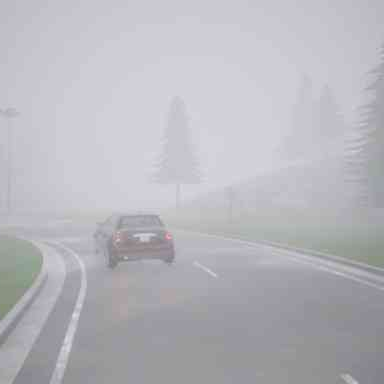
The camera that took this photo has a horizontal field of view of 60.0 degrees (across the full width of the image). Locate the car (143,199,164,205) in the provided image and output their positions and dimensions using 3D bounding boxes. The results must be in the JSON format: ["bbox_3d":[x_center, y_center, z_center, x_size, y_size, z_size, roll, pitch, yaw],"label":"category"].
[{"bbox_3d":[-6.914,2.134,66.542,1.837,1.490,4.892,0,0,42],"label":"car"}]

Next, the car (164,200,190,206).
[{"bbox_3d":[-2.683,2.228,66.053,1.895,1.301,4.718,0,-1,42],"label":"car"}]

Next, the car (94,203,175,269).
[{"bbox_3d":[-2.251,1.467,12.014,2.097,1.767,4.553,0,-1,-23],"label":"car"}]

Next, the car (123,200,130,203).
[{"bbox_3d":[-12.375,2.153,70.919,1.882,1.535,5.008,0,-1,41],"label":"car"}]

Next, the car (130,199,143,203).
[{"bbox_3d":[-9.748,2.131,68.607,1.882,1.535,5.008,0,-1,41],"label":"car"}]
